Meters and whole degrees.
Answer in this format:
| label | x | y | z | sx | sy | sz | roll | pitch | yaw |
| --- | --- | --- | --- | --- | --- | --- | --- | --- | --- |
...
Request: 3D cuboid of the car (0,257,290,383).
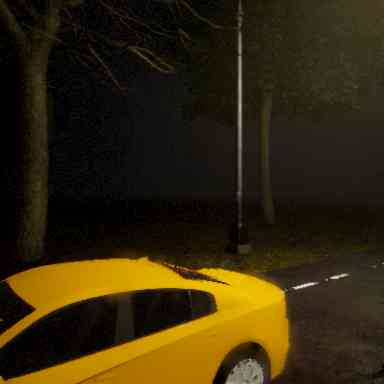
| label | x | y | z | sx | sy | sz | roll | pitch | yaw |
| --- | --- | --- | --- | --- | --- | --- | --- | --- | --- |
| car | -1.204 | 1.478 | 3.146 | 5.008 | 1.535 | 1.882 | 0 | 0 | -36 |
